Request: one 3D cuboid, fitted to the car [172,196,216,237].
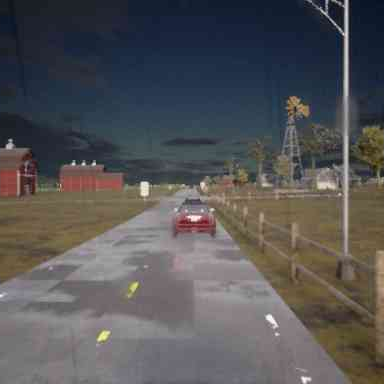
[{"bbox_3d":[0.105,1.268,17.572,2.097,1.767,4.553,0,1,0],"label":"car"}]

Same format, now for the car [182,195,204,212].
[{"bbox_3d":[0.108,1.118,35.264,2.128,1.511,4.902,0,1,0],"label":"car"}]
